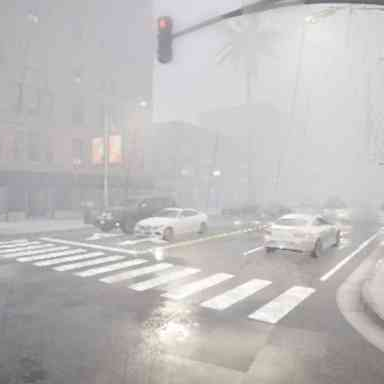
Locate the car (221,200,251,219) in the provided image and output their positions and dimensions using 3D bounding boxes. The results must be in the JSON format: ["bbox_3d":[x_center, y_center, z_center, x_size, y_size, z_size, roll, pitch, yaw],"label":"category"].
[{"bbox_3d":[4.414,1.482,29.996,1.882,1.535,5.008,0,0,35],"label":"car"}]

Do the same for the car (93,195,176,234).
[{"bbox_3d":[-3.038,1.205,19.424,2.150,2.045,5.566,0,0,36],"label":"car"}]

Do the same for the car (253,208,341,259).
[{"bbox_3d":[4.281,1.540,12.752,1.812,1.442,4.674,0,0,36],"label":"car"}]

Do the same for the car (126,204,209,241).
[{"bbox_3d":[-0.886,1.519,16.839,1.812,1.442,4.674,0,0,35],"label":"car"}]

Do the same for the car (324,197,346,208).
[{"bbox_3d":[19.724,1.413,45.902,2.097,1.767,4.553,0,0,35],"label":"car"}]

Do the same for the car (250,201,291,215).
[{"bbox_3d":[6.940,1.541,27.940,1.812,1.442,4.674,0,0,35],"label":"car"}]

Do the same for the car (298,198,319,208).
[{"bbox_3d":[16.552,1.529,47.059,1.882,1.535,5.008,0,0,35],"label":"car"}]

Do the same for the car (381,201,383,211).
[{"bbox_3d":[25.192,1.612,42.202,1.812,1.442,4.674,0,0,35],"label":"car"}]
